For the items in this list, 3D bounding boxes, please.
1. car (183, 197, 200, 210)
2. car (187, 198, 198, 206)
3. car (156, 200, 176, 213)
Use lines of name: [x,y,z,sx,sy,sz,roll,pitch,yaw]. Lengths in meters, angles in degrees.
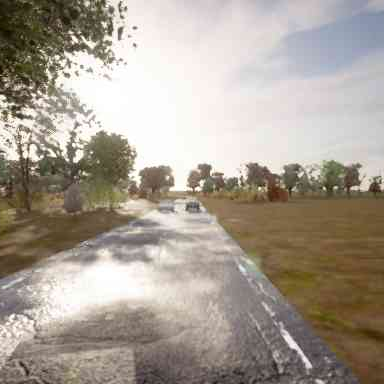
car: [0.102,1.713,46.367,2.128,1.511,4.902,0,0,0]
car: [0.103,1.894,64.397,1.895,1.301,4.718,0,0,0]
car: [-3.088,1.719,39.941,1.812,1.442,4.674,0,0,0]
